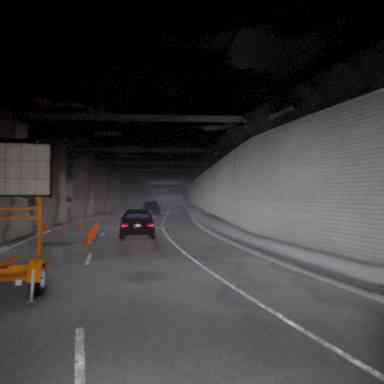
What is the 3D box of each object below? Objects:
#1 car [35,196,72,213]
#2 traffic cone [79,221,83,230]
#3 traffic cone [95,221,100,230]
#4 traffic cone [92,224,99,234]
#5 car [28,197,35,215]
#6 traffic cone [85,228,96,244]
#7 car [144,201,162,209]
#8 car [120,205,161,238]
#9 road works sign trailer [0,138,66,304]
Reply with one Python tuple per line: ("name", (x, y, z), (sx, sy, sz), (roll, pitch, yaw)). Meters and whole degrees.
("car", (-15.175, 1.466, 37.462), (2.150, 2.045, 5.566), (0, 0, -2))
("traffic cone", (-6.962, 2.096, 20.810), (0.340, 0.580, 0.340), (0, 0, -13))
("traffic cone", (-5.551, 2.088, 19.075), (0.340, 0.580, 0.340), (0, 0, -13))
("traffic cone", (-5.115, 2.074, 17.123), (0.340, 0.580, 0.340), (0, 0, -13))
("car", (-18.704, 1.460, 38.058), (2.150, 2.045, 5.566), (0, -1, -2))
("traffic cone", (-4.680, 2.060, 15.171), (0.340, 0.580, 0.340), (0, 0, -13))
("car", (-4.408, 1.779, 36.635), (1.837, 1.490, 4.892), (0, 0, -3))
("car", (-3.012, 1.684, 18.492), (2.033, 1.411, 5.357), (0, 0, -9))
("road works sign trailer", (-4.603, 0.513, 8.027), (2.380, 3.560, 2.880), (0, 0, -13))
